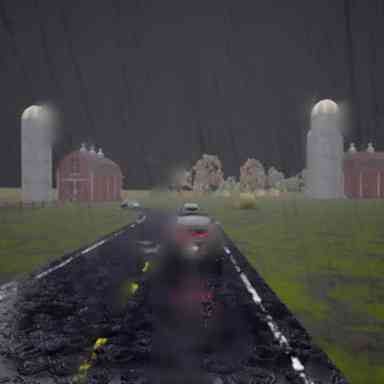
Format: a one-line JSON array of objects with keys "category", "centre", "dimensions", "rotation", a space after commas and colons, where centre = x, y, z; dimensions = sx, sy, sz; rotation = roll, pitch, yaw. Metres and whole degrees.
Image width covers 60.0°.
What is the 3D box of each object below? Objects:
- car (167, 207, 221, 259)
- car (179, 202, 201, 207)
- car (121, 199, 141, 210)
[{"category": "car", "centre": [0.074, 1.555, 12.858], "dimensions": [1.837, 1.490, 4.892], "rotation": [0, 0, 0]}, {"category": "car", "centre": [-0.136, 1.624, 28.065], "dimensions": [1.837, 1.490, 4.892], "rotation": [0, 0, -2]}, {"category": "car", "centre": [-9.033, 1.750, 49.131], "dimensions": [2.128, 1.511, 4.902], "rotation": [0, 0, -29]}]
